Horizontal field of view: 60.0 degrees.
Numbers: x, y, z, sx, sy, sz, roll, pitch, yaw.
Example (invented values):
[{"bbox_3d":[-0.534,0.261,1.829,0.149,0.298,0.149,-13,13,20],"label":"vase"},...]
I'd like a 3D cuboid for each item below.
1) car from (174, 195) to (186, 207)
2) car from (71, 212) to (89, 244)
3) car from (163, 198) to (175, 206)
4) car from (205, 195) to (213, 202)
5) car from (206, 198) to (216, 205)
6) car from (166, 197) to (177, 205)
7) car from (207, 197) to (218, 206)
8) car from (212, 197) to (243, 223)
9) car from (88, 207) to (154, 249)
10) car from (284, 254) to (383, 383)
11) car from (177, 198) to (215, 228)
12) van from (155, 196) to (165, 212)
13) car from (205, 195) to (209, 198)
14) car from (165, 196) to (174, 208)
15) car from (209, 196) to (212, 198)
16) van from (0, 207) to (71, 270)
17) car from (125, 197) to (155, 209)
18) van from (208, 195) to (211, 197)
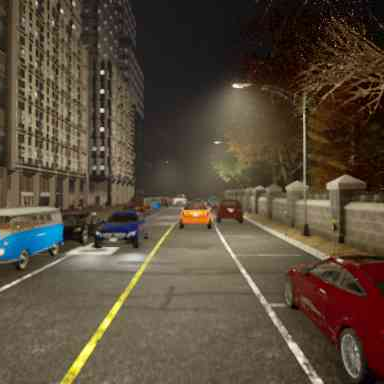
[{"bbox_3d":[-2.023,1.540,57.236,2.150,2.045,5.566,0,0,2],"label":"car"},{"bbox_3d":[-5.654,1.672,16.495,1.947,1.339,4.313,1,0,1],"label":"car"},{"bbox_3d":[-4.433,1.907,65.398,2.008,1.369,4.403,1,0,2],"label":"car"},{"bbox_3d":[4.667,1.775,92.532,2.192,1.841,5.009,1,0,2],"label":"car"},{"bbox_3d":[4.088,1.942,70.625,1.947,1.339,4.313,1,0,2],"label":"car"},{"bbox_3d":[-4.288,1.820,70.872,1.967,1.590,4.097,1,0,2],"label":"car"},{"bbox_3d":[3.945,1.793,65.147,1.967,1.590,4.097,1,0,2],"label":"car"},{"bbox_3d":[2.937,1.479,26.812,2.192,1.841,5.009,1,0,2],"label":"car"},{"bbox_3d":[-3.047,1.624,15.280,1.812,1.442,4.674,0,0,0],"label":"car"},{"bbox_3d":[2.696,1.616,5.126,1.802,1.307,4.206,0,0,0],"label":"car"},{"bbox_3d":[0.278,1.497,23.426,2.097,1.767,4.553,0,0,1],"label":"car"},{"bbox_3d":[-5.007,1.595,43.510,1.690,1.788,3.998,1,0,2],"label":"van"},{"bbox_3d":[0.718,1.591,41.232,2.097,1.767,4.553,0,0,1],"label":"car"},{"bbox_3d":[-4.718,1.622,54.454,2.192,1.841,5.009,1,0,2],"label":"car"},{"bbox_3d":[3.368,1.690,43.240,1.967,1.590,4.097,1,0,2],"label":"car"},{"bbox_3d":[-5.683,1.413,10.953,1.690,1.788,3.998,0,0,0],"label":"van"},{"bbox_3d":[-5.295,1.512,32.565,2.192,1.841,5.009,1,0,2],"label":"car"},{"bbox_3d":[3.658,1.644,54.195,1.690,1.788,3.998,1,0,2],"label":"van"}]
